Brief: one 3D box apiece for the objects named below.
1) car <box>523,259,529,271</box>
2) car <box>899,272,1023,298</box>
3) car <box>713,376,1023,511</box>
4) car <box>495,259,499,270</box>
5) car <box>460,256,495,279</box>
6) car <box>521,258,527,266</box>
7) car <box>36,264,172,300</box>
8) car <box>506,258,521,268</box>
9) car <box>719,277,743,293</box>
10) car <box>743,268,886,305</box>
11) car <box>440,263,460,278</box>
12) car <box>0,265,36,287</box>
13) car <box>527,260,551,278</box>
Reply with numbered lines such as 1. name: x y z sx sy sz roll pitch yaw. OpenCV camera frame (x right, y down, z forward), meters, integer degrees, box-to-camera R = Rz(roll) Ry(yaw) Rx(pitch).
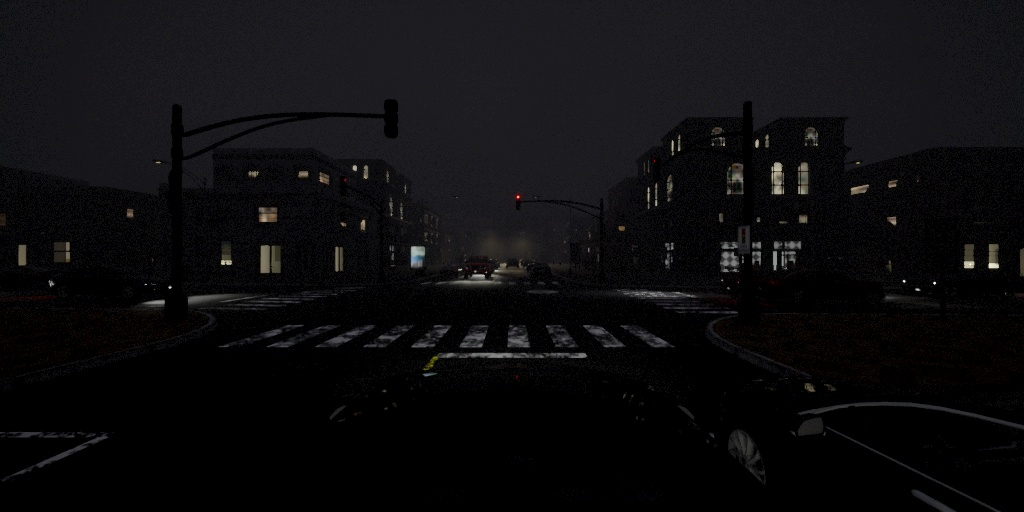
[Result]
1. car: 2.690 1.338 45.003 1.802 1.307 4.207 0 0 0
2. car: 23.750 1.482 19.011 4.718 1.301 1.895 0 0 1
3. car: 2.691 1.300 1.571 2.007 1.370 4.403 0 0 0
4. car: -3.095 1.247 43.438 2.128 1.511 4.902 0 0 1
5. car: -3.112 0.976 33.511 2.150 2.045 5.566 0 0 1
6. car: 2.690 1.311 61.570 2.007 1.370 4.403 0 0 0
7. car: -18.077 1.175 16.451 4.892 1.490 1.837 0 0 1
8. car: 0.102 1.113 60.833 2.097 1.767 4.553 0 0 0
9. car: 13.801 1.433 19.158 4.718 1.301 1.895 0 0 1
10. car: 13.547 1.291 15.967 5.008 1.535 1.882 0 0 1
11. car: -5.690 1.336 33.974 1.802 1.307 4.207 0 0 0
12. car: -30.820 1.228 22.439 4.207 1.307 1.802 0 0 1
13. car: 2.690 1.320 33.961 1.948 1.339 4.313 0 0 0
